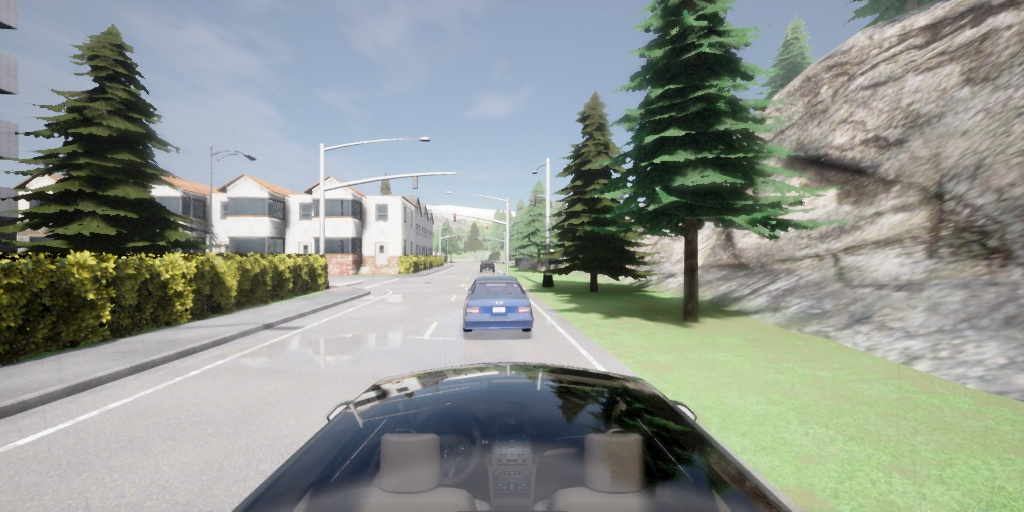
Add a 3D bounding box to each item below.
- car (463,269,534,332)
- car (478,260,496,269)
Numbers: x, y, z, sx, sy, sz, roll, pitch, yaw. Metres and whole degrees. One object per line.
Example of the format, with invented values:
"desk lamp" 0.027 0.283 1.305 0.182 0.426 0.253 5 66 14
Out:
"car" -0.483 1.297 10.840 2.033 1.411 5.357 0 0 -4
"car" -3.109 1.255 45.084 1.837 1.490 4.892 0 0 -5
